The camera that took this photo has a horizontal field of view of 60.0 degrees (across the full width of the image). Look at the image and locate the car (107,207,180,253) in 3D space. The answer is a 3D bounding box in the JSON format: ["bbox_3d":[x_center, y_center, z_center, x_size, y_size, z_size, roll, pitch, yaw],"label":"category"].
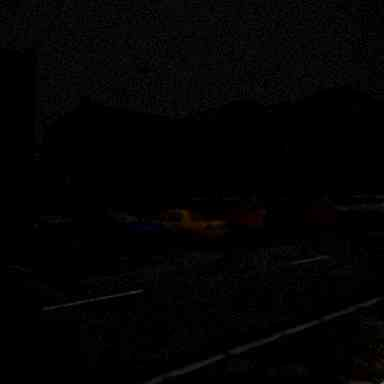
[{"bbox_3d":[-3.211,1.471,13.700,5.008,1.535,2.097,-1,-1,35],"label":"car"}]

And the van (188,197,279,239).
[{"bbox_3d":[1.851,1.257,17.052,4.442,1.987,1.878,-1,-1,35],"label":"van"}]

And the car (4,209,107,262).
[{"bbox_3d":[-5.674,1.466,11.954,4.892,1.521,2.231,-1,-1,35],"label":"car"}]

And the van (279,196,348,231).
[{"bbox_3d":[6.825,1.269,20.451,4.442,1.987,1.878,-1,-1,36],"label":"van"}]

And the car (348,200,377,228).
[{"bbox_3d":[9.214,1.502,22.209,5.008,1.535,2.097,-1,-1,36],"label":"car"}]

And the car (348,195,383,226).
[{"bbox_3d":[11.674,1.257,23.912,5.566,2.045,2.435,-1,-1,36],"label":"car"}]

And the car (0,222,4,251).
[{"bbox_3d":[-8.135,1.332,10.205,4.553,1.767,2.185,-1,-1,34],"label":"car"}]

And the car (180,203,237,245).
[{"bbox_3d":[-0.883,1.477,15.509,5.366,1.575,1.946,-1,-1,35],"label":"car"}]

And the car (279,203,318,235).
[{"bbox_3d":[4.216,1.520,18.830,4.792,1.488,2.163,-1,-1,36],"label":"car"}]
